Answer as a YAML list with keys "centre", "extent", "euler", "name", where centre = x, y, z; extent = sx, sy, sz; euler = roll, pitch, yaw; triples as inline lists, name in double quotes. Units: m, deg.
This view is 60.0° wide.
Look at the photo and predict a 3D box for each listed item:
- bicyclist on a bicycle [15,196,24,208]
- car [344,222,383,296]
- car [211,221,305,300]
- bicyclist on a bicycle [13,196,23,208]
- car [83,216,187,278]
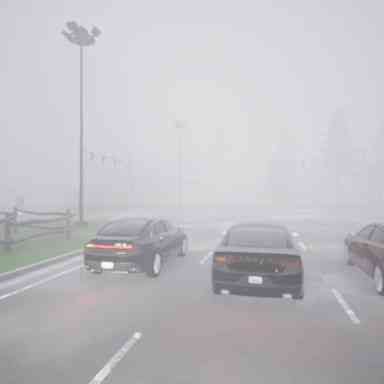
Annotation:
- centre: [-22.518, 1.291, 43.949]
  extent: [0.582, 1.620, 1.656]
  euler: [0, 0, -8]
  name: "bicyclist on a bicycle"
- centre: [5.275, 1.474, 8.425]
  extent: [1.882, 1.535, 5.008]
  euler: [0, 0, 13]
  name: "car"
- centre: [1.721, 1.474, 8.571]
  extent: [1.882, 1.535, 5.008]
  euler: [0, 0, 13]
  name: "car"
- centre: [-22.959, 1.291, 43.885]
  extent: [0.582, 1.620, 1.656]
  euler: [0, 0, -8]
  name: "bicyclist on a bicycle"
- centre: [-1.479, 1.502, 10.308]
  extent: [1.837, 1.490, 4.892]
  euler: [0, 0, 13]
  name: "car"
